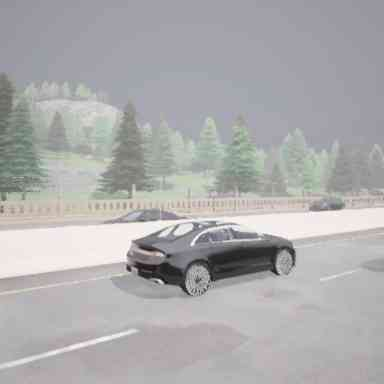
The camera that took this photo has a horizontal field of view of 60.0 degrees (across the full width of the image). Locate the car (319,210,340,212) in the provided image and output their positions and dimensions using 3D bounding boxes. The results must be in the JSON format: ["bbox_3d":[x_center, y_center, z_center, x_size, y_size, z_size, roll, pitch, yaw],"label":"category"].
[{"bbox_3d":[15.072,1.348,36.812,4.553,1.767,2.097,0,0,-36],"label":"car"}]

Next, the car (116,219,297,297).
[{"bbox_3d":[0.714,1.489,8.631,4.902,1.511,2.128,0,0,-36],"label":"car"}]
